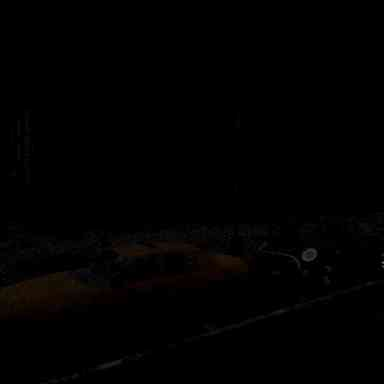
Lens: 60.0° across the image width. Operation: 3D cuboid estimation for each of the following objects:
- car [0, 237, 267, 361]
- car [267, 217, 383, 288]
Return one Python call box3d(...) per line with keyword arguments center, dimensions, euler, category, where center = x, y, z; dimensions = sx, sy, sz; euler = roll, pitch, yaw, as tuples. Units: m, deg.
box3d(center=(-1.032, 1.533, 5.909), dimensions=(4.829, 1.417, 1.752), euler=(0, 0, -36), category="car")
box3d(center=(3.667, 1.466, 9.260), dimensions=(4.097, 1.590, 1.967), euler=(0, 0, -36), category="car")
